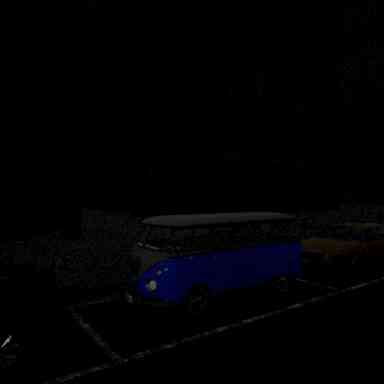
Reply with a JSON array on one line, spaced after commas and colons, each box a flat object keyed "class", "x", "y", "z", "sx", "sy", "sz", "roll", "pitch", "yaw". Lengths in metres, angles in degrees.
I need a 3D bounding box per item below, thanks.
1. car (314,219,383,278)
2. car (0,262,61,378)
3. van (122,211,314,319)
[{"class": "car", "x": 4.880, "y": 1.526, "z": 10.135, "sx": 4.829, "sy": 1.417, "sz": 1.752, "roll": 0, "pitch": 0, "yaw": -36}, {"class": "car", "x": -3.834, "y": 1.566, "z": 3.916, "sx": 4.313, "sy": 1.339, "sz": 1.947, "roll": 0, "pitch": 0, "yaw": -36}, {"class": "van", "x": 0.592, "y": 1.341, "z": 7.075, "sx": 3.998, "sy": 1.788, "sz": 1.690, "roll": 0, "pitch": 0, "yaw": -36}]
